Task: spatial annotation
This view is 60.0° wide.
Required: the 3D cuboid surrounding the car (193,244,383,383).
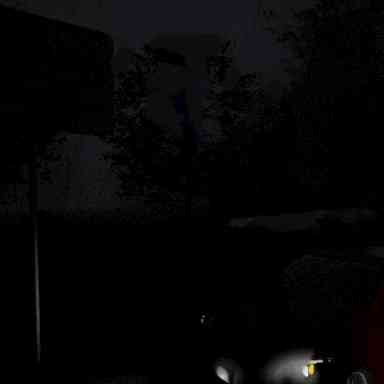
[{"bbox_3d":[2.200,1.526,4.645,4.674,1.442,1.812,0,0,-36],"label":"car"}]
